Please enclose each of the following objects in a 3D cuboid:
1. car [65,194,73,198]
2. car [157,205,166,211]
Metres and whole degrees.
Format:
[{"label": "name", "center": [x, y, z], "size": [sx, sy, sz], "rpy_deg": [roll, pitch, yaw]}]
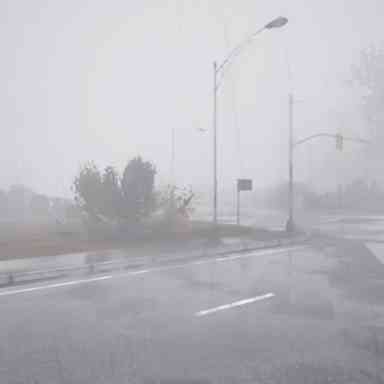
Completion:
[{"label": "car", "center": [-29.835, 1.506, 81.295], "size": [1.994, 1.385, 4.181], "rpy_deg": [0, 0, -37]}, {"label": "car", "center": [-5.348, 1.530, 38.635], "size": [1.994, 1.385, 4.181], "rpy_deg": [0, 0, -39]}]
